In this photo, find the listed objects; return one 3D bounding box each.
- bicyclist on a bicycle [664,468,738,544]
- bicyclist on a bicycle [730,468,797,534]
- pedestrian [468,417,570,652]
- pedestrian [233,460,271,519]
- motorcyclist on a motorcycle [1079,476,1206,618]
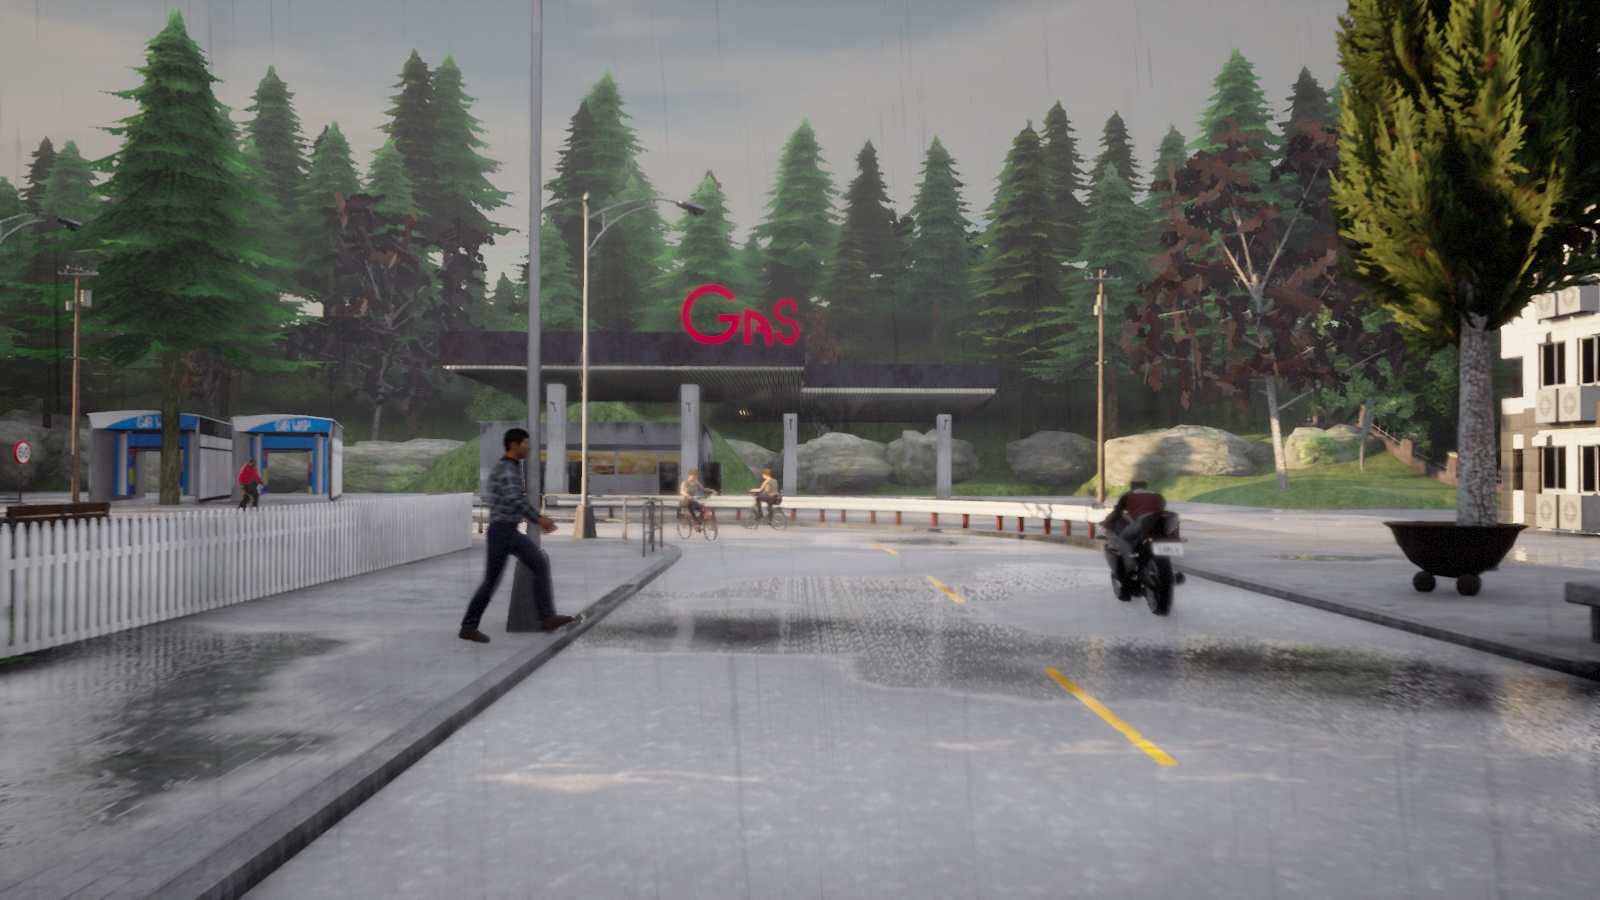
[{"bbox_3d":[-2.213,1.230,27.983,0.866,1.612,1.509,-3,1,-40],"label":"bicyclist on a bicycle"},{"bbox_3d":[-0.946,1.300,32.395,1.509,1.612,0.866,-1,0,38],"label":"bicyclist on a bicycle"},{"bbox_3d":[-2.381,0.705,10.688,0.788,1.949,0.423,0,-1,-4],"label":"pedestrian"},{"bbox_3d":[-17.278,1.257,39.619,0.899,1.844,0.634,0,-1,4],"label":"pedestrian"},{"bbox_3d":[3.965,1.081,14.743,0.866,1.530,2.191,0,-1,0],"label":"motorcyclist on a motorcycle"}]
